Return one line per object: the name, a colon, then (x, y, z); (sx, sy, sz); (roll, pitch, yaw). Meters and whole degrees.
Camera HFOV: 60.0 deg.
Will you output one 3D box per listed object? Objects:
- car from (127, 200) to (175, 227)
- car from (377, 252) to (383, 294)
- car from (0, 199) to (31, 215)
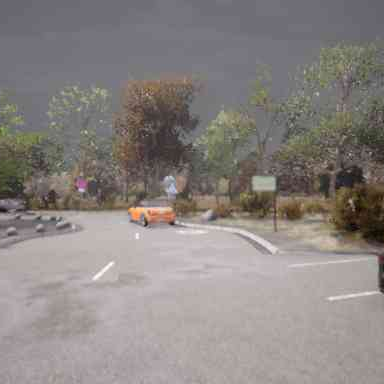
car: (-2.910, 1.306, 22.790); (2.097, 1.767, 4.553); (0, 0, -27)
car: (5.967, 1.503, 6.574); (4.792, 1.488, 2.163); (1, 0, -20)
car: (-18.106, 1.431, 32.066); (4.902, 1.511, 2.128); (0, 0, 4)
